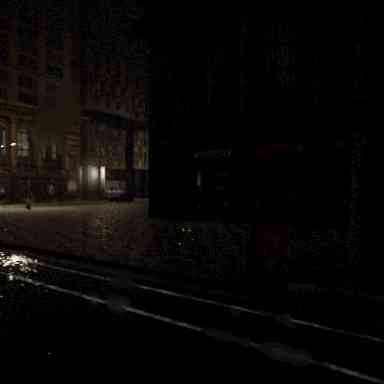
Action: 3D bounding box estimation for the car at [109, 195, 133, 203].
[{"bbox_3d":[-12.108,1.132,57.035,1.994,1.385,4.181,0,1,36],"label":"car"}]
